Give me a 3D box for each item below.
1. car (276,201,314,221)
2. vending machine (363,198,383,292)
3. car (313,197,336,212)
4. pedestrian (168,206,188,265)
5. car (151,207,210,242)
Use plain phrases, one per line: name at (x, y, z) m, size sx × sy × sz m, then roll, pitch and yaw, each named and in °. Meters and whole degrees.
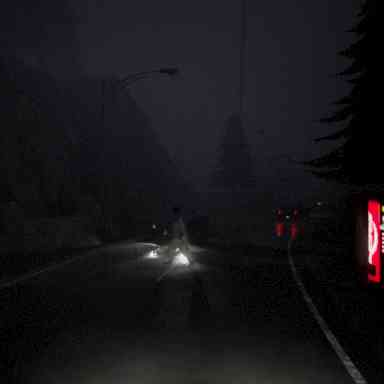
car at (8.373, 1.601, 27.232) m, size 1.895 × 1.301 × 4.718 m, roll 0°, pitch 0°, yaw 29°
vending machine at (4.747, 1.195, 7.797) m, size 1.100 × 2.100 × 0.880 m, roll 0°, pitch 0°, yaw 11°
car at (15.393, 1.353, 38.927) m, size 2.097 × 1.767 × 4.553 m, roll 0°, pitch 0°, yaw 33°
pedestrian at (-0.407, 1.294, 9.913) m, size 0.375 × 1.860 × 0.375 m, roll 0°, pitch 0°, yaw 12°
car at (-0.401, 1.525, 16.642) m, size 1.812 × 1.442 × 4.674 m, roll 0°, pitch 0°, yaw 18°
